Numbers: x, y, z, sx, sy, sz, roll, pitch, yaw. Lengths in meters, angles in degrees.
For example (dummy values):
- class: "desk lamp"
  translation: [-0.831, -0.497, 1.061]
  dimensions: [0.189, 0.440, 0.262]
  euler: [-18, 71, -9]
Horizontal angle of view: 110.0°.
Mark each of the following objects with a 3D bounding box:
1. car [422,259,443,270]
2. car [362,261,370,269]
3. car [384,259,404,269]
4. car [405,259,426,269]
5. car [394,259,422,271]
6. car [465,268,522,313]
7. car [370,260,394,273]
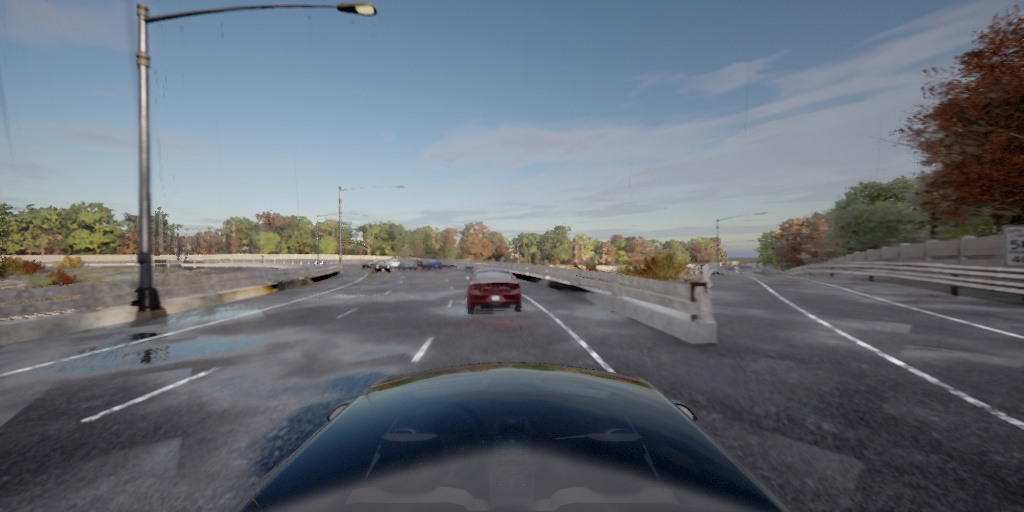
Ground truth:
- class: "car"
  translation: [-11.307, 1.200, 50.704]
  dimensions: [1.882, 1.535, 5.008]
  euler: [-1, 0, -28]
- class: "car"
  translation: [-22.133, 1.402, 56.115]
  dimensions: [1.895, 1.301, 4.718]
  euler: [-1, 0, -33]
- class: "car"
  translation: [-19.080, 1.297, 57.833]
  dimensions: [1.812, 1.442, 4.674]
  euler: [-1, 0, -33]
- class: "car"
  translation: [-16.068, 1.248, 59.615]
  dimensions: [1.837, 1.490, 4.892]
  euler: [-1, 0, -33]
- class: "car"
  translation: [-14.214, 1.300, 48.716]
  dimensions: [2.033, 1.411, 5.357]
  euler: [-1, 0, -28]
- class: "car"
  translation: [-0.786, 1.219, 14.050]
  dimensions: [1.882, 1.535, 5.008]
  euler: [0, 0, -6]
- class: "car"
  translation: [-16.214, 1.381, 44.578]
  dimensions: [1.895, 1.301, 4.718]
  euler: [-1, 0, -24]
